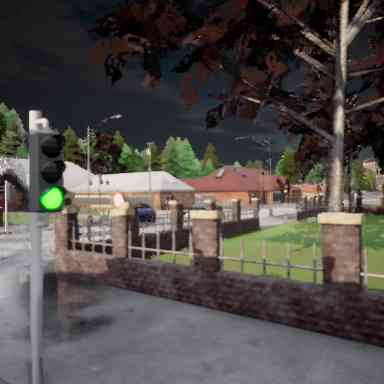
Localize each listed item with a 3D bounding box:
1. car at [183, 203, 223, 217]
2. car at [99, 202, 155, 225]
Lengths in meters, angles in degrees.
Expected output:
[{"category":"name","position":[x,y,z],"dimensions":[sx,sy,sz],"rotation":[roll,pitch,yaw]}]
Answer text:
[{"category":"car","position":[1.080,1.794,33.721],"dimensions":[2.033,1.411,5.357],"rotation":[-1,-1,36]},{"category":"car","position":[-4.880,1.599,25.417],"dimensions":[2.097,1.767,4.553],"rotation":[-1,-1,36]}]
